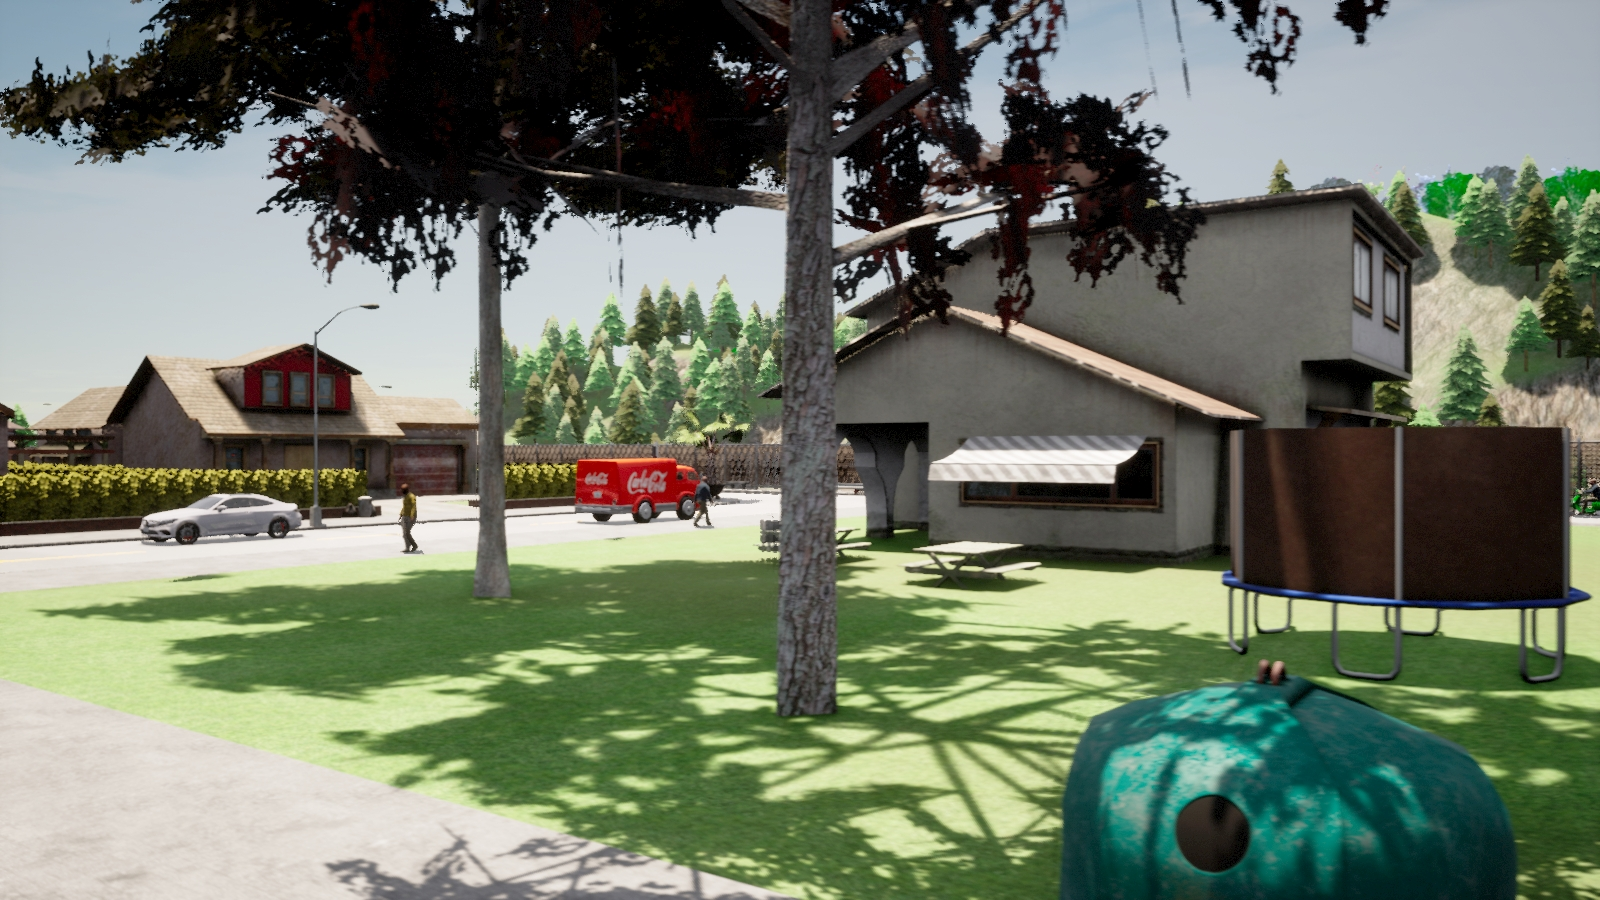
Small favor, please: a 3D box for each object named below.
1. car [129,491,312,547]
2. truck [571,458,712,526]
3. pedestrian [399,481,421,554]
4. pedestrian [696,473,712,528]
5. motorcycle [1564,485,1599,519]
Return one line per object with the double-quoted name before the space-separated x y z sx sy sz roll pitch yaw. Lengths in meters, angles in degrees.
"car" -17.865 2.080 35.455 2.002 1.442 4.674 0 0 35
"truck" -6.149 1.568 44.936 2.627 2.467 5.204 0 0 35
"pedestrian" -10.153 1.742 29.755 0.375 1.860 0.375 0 0 35
"pedestrian" -3.326 1.743 39.591 0.375 1.860 0.375 0 0 44
"motorcycle" 32.502 2.141 46.975 1.805 1.316 0.856 0 0 35
